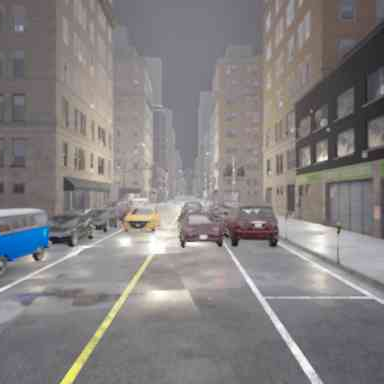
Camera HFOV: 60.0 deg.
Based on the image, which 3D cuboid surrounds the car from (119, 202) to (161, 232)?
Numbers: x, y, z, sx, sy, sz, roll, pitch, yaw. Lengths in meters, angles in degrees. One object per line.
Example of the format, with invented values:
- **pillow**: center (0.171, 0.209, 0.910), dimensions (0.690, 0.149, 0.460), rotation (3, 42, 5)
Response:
- **car**: center (-3.109, 1.659, 21.559), dimensions (1.882, 1.535, 5.008), rotation (0, 0, 0)

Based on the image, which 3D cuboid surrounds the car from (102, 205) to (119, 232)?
- **car**: center (-5.865, 1.745, 21.310), dimensions (1.947, 1.339, 4.313), rotation (0, 0, 0)

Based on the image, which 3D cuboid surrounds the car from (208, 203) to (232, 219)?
- **car**: center (2.655, 1.837, 32.488), dimensions (1.947, 1.339, 4.313), rotation (0, 0, 0)

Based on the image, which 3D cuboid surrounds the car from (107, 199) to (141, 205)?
- **car**: center (-5.867, 1.540, 26.896), dimensions (2.192, 1.841, 5.009), rotation (0, 0, 0)

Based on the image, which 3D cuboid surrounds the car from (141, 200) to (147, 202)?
- **car**: center (-5.870, 1.816, 32.481), dimensions (1.887, 1.381, 4.507), rotation (0, 0, 0)

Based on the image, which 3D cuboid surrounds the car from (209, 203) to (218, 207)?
- **car**: center (2.657, 1.791, 26.903), dimensions (1.947, 1.339, 4.313), rotation (0, 0, 0)

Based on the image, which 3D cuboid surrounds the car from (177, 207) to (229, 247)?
- **car**: center (0.314, 1.659, 15.688), dimensions (1.812, 1.442, 4.674), rotation (0, 0, -4)

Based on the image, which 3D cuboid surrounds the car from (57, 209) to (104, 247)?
- **car**: center (-5.863, 1.699, 15.723), dimensions (1.947, 1.339, 4.313), rotation (0, 0, 0)

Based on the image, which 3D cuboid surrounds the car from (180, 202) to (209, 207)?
- **car**: center (0.074, 1.584, 27.709), dimensions (2.097, 1.767, 4.553), rotation (0, 0, 0)

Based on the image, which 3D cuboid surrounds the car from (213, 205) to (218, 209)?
- **car**: center (2.660, 1.730, 21.319), dimensions (2.008, 1.369, 4.403), rotation (0, 0, 0)

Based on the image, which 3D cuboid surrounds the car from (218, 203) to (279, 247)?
- **car**: center (2.663, 1.448, 15.735), dimensions (2.192, 1.841, 5.009), rotation (0, 0, 0)

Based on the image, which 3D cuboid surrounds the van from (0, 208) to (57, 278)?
- **van**: center (-5.860, 1.428, 10.140), dimensions (1.690, 1.788, 3.998), rotation (0, 0, 0)

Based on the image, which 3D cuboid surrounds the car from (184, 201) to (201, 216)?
- **car**: center (0.058, 1.845, 38.401), dimensions (1.812, 1.442, 4.674), rotation (0, 0, 0)

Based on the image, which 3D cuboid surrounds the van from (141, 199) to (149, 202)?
- **van**: center (-5.872, 1.658, 38.069), dimensions (1.690, 1.788, 3.998), rotation (0, 0, 0)

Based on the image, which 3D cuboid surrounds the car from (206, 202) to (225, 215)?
- **car**: center (2.652, 1.898, 38.072), dimensions (1.802, 1.307, 4.206), rotation (0, 0, 0)
